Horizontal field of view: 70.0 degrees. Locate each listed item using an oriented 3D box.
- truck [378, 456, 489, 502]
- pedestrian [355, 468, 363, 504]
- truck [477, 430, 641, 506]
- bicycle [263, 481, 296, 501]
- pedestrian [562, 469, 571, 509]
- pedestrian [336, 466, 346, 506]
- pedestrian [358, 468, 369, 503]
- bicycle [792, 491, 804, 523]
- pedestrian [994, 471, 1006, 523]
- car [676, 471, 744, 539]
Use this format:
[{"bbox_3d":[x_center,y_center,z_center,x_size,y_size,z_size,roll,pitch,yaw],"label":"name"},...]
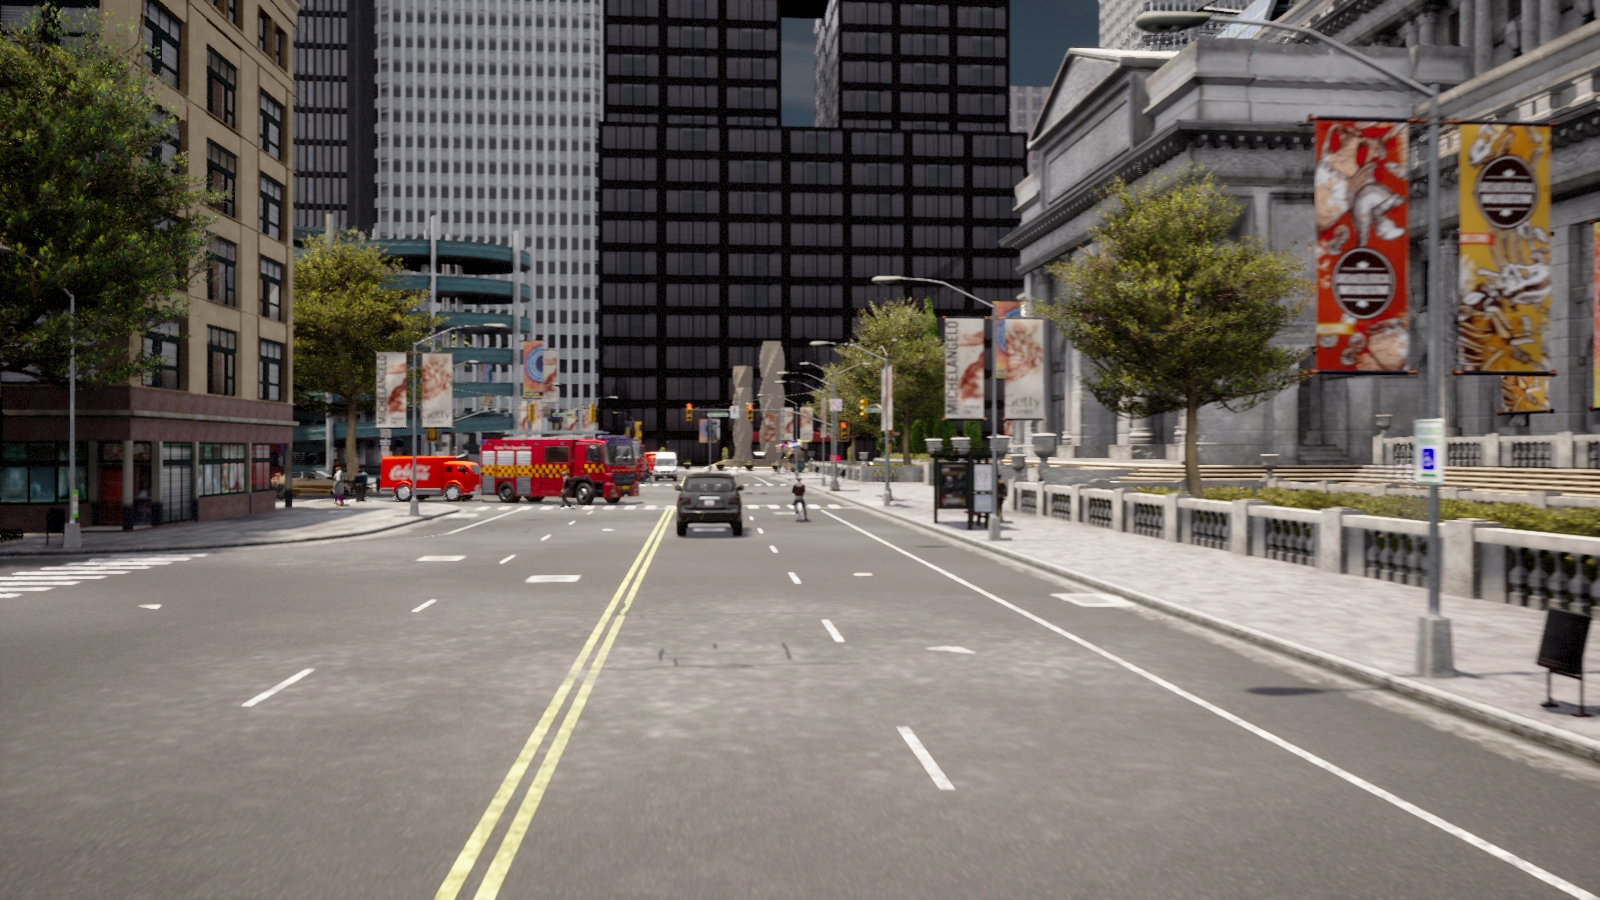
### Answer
[{"bbox_3d":[-20.107,1.573,62.867,5.204,2.467,2.627,0,0,6],"label":"truck"},{"bbox_3d":[-22.816,1.857,59.114,0.375,1.860,0.375,0,0,-23],"label":"pedestrian"},{"bbox_3d":[-12.715,0.896,60.059,8.468,3.827,2.891,0,0,26],"label":"truck"},{"bbox_3d":[-28.592,2.268,62.773,1.487,1.080,0.859,0,0,-5],"label":"bicycle"},{"bbox_3d":[-11.003,1.851,53.912,0.375,1.860,0.375,0,0,-5],"label":"pedestrian"},{"bbox_3d":[-21.603,1.705,53.727,0.375,1.860,0.375,0,0,-10],"label":"pedestrian"},{"bbox_3d":[-23.020,1.858,60.216,0.375,1.860,0.375,0,0,34],"label":"pedestrian"},{"bbox_3d":[-0.077,2.210,44.777,0.329,1.171,1.835,0,0,-5],"label":"bicycle"},{"bbox_3d":[7.231,1.693,41.349,0.375,1.860,0.375,0,0,2],"label":"pedestrian"},{"bbox_3d":[-3.053,1.781,38.974,2.150,2.045,5.566,0,0,-4],"label":"car"}]
